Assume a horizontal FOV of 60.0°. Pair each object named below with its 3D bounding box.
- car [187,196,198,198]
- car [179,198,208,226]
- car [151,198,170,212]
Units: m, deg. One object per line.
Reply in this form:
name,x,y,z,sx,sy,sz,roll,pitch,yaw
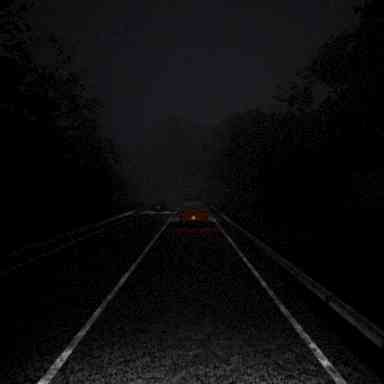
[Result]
car,0.105,1.259,40.393,2.097,1.767,4.553,0,0,0
car,0.102,1.430,22.993,1.882,1.535,5.008,0,0,0
car,-3.588,1.418,38.053,1.837,1.490,4.892,0,0,0
